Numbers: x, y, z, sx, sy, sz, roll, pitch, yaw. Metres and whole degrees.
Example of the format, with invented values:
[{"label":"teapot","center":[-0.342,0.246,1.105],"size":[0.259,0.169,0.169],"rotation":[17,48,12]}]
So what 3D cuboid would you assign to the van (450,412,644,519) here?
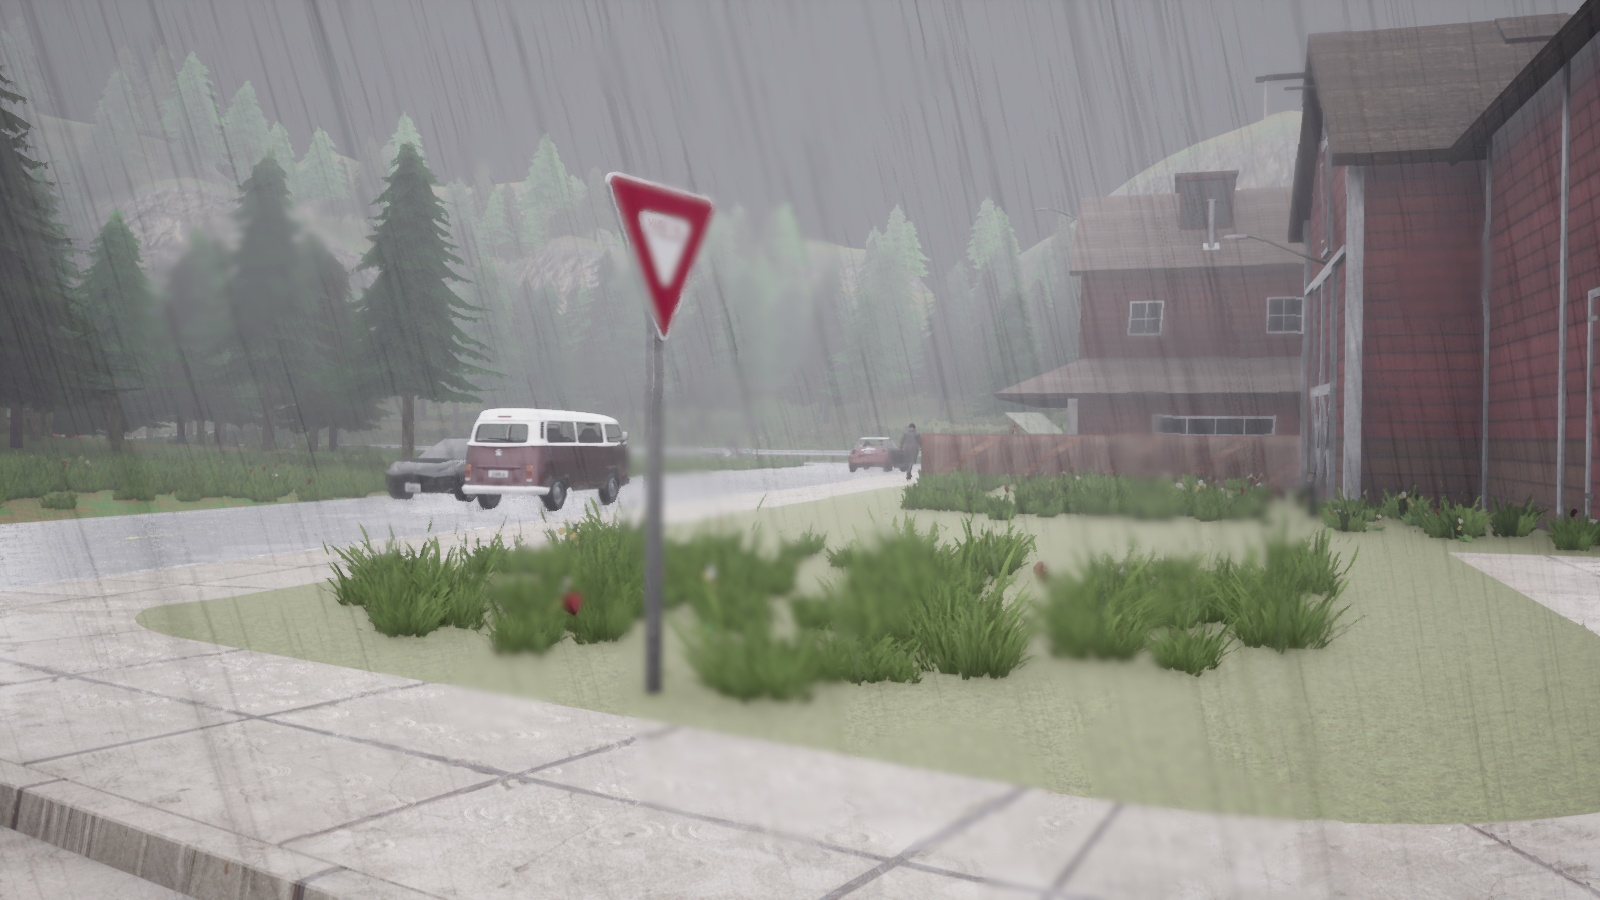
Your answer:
[{"label":"van","center":[-5.169,0.271,26.382],"size":[2.069,2.038,4.480],"rotation":[0,1,17]}]

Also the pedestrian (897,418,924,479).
[{"label":"pedestrian","center":[3.555,-0.060,40.399],"size":[0.659,1.952,0.873],"rotation":[0,1,17]}]

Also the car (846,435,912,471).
[{"label":"car","center":[3.428,0.090,53.814],"size":[1.970,1.475,3.806],"rotation":[0,1,17]}]

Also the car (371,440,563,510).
[{"label":"car","center":[-7.761,0.535,29.809],"size":[2.163,1.488,4.792],"rotation":[0,1,17]}]
